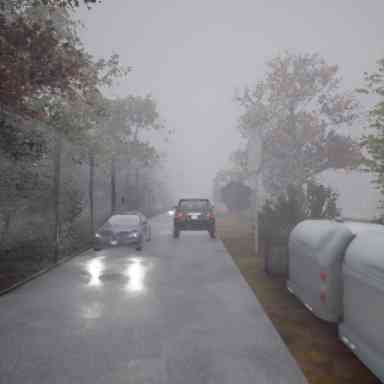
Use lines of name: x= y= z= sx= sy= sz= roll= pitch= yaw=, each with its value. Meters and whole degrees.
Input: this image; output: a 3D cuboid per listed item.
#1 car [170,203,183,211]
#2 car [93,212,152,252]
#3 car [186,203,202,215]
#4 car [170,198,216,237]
car: x=-2.581 y=2.458 z=55.395 sx=1.895 sy=1.301 sz=4.718 roll=0 pitch=-2 yaw=1
car: x=-2.831 y=1.601 z=14.415 sx=1.812 sy=1.442 sz=4.674 roll=0 pitch=0 yaw=0
car: x=0.235 y=2.116 z=42.281 sx=1.895 sy=1.301 sz=4.718 roll=0 pitch=-1 yaw=0
car: x=0.130 y=1.339 z=18.843 sx=2.150 sy=2.045 sz=5.566 roll=0 pitch=-1 yaw=0
